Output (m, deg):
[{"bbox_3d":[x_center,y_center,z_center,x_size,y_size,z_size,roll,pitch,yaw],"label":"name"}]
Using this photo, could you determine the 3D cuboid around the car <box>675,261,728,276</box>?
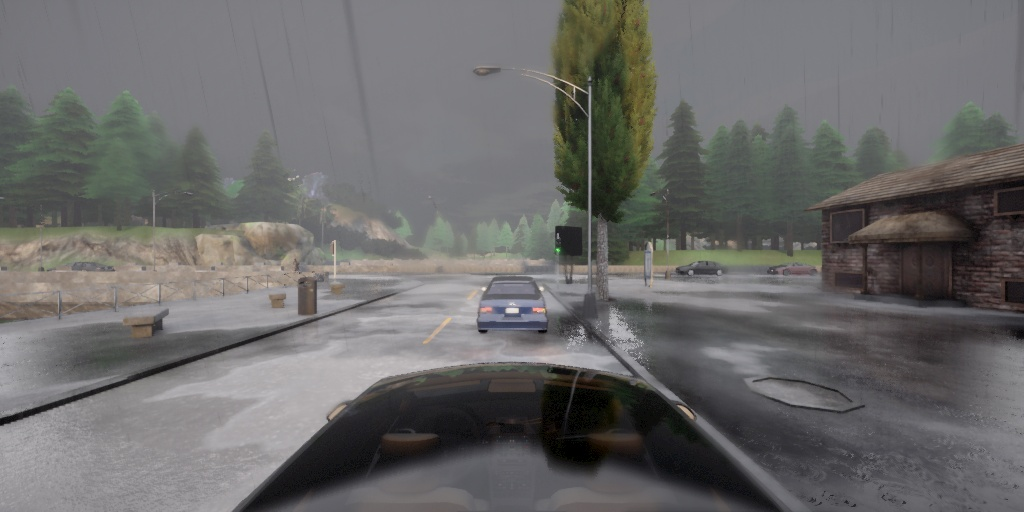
[{"bbox_3d":[19.217,1.255,36.433,4.892,1.490,1.837,0,0,0],"label":"car"}]

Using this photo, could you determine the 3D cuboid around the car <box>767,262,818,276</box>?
[{"bbox_3d":[28.422,1.314,36.423,4.181,1.385,1.994,0,0,0],"label":"car"}]

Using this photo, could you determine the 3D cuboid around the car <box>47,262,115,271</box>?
[{"bbox_3d":[-43.699,1.297,36.384,5.357,1.411,2.033,0,0,0],"label":"car"}]

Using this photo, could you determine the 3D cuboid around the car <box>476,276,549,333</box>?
[{"bbox_3d":[0.030,1.297,10.726,2.033,1.411,5.357,0,0,0],"label":"car"}]

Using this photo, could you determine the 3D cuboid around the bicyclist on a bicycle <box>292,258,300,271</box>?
[{"bbox_3d":[-24.496,1.099,40.666,0.582,1.620,1.656,0,0,0],"label":"bicyclist on a bicycle"}]
